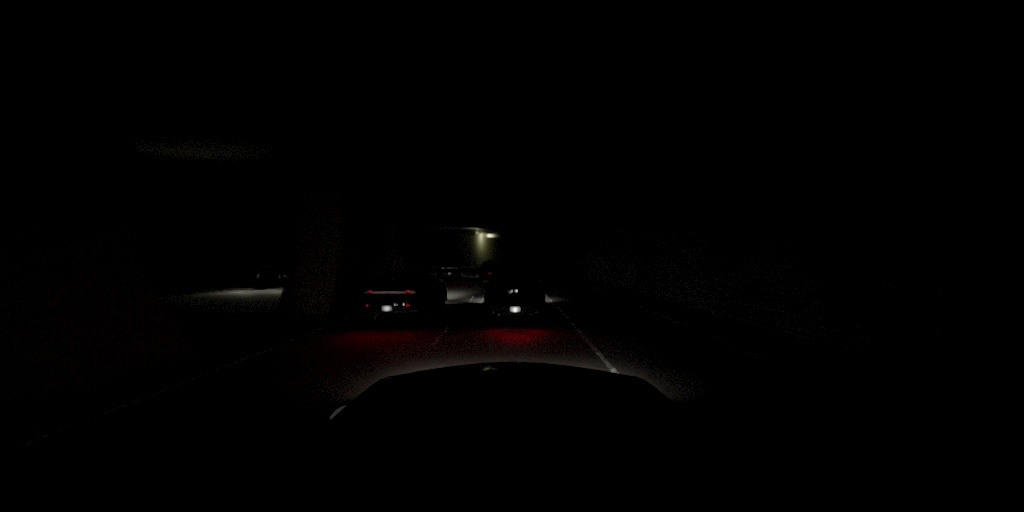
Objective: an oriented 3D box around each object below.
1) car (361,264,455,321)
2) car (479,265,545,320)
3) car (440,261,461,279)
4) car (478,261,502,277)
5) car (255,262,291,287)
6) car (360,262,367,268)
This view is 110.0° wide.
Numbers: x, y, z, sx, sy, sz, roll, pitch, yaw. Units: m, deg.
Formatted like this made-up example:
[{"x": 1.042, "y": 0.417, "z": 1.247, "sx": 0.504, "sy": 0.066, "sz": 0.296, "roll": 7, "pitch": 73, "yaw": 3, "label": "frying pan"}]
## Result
[{"x": -3.453, "y": 1.205, "z": 12.184, "sx": 2.128, "sy": 1.511, "sz": 4.902, "roll": 0, "pitch": 0, "yaw": -1, "label": "car"}, {"x": 0.041, "y": 1.218, "z": 12.356, "sx": 1.837, "sy": 1.490, "sz": 4.892, "roll": 0, "pitch": 0, "yaw": -1, "label": "car"}, {"x": -5.323, "y": 1.142, "z": 30.288, "sx": 2.128, "sy": 1.511, "sz": 4.902, "roll": 0, "pitch": 0, "yaw": -11, "label": "car"}, {"x": -1.774, "y": 1.155, "z": 30.382, "sx": 1.837, "sy": 1.490, "sz": 4.892, "roll": 0, "pitch": 0, "yaw": -11, "label": "car"}, {"x": -15.057, "y": 1.150, "z": 23.997, "sx": 1.882, "sy": 1.535, "sz": 5.008, "roll": 0, "pitch": 0, "yaw": -9, "label": "car"}, {"x": -11.926, "y": 1.168, "z": 26.574, "sx": 1.837, "sy": 1.490, "sz": 4.892, "roll": 0, "pitch": 0, "yaw": -10, "label": "car"}]
